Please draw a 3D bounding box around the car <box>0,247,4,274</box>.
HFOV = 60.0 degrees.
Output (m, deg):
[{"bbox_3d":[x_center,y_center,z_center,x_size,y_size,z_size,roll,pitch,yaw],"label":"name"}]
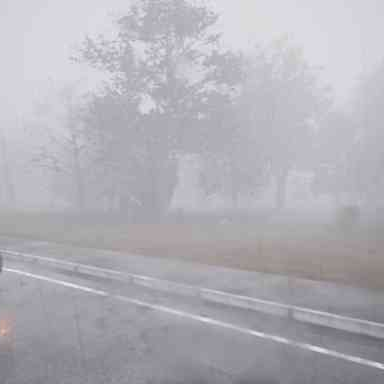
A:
[{"bbox_3d":[-6.628,1.526,8.466,4.674,1.442,1.812,0,0,34],"label":"car"}]
